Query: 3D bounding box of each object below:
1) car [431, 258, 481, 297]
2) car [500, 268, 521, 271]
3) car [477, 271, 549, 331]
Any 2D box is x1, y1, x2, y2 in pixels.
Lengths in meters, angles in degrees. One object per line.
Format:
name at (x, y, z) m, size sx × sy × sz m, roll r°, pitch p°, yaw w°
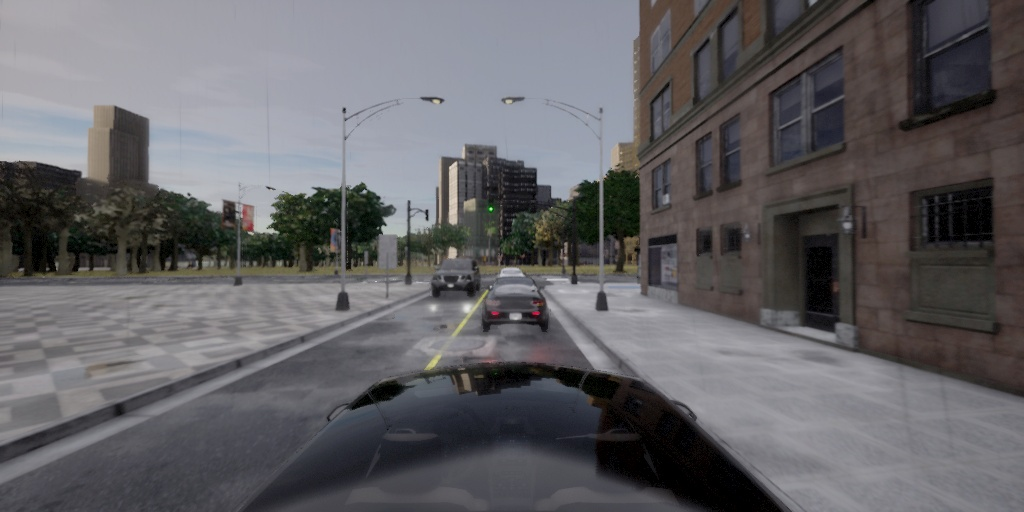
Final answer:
car at (-3.021, 1.137, 20.419) m, size 2.150 × 2.045 × 5.566 m, roll 0°, pitch -1°, yaw 0°
car at (-0.076, 1.461, 22.434) m, size 1.812 × 1.442 × 4.674 m, roll 0°, pitch 0°, yaw -2°
car at (0.088, 1.362, 11.263) m, size 1.812 × 1.442 × 4.674 m, roll 0°, pitch 0°, yaw 0°
